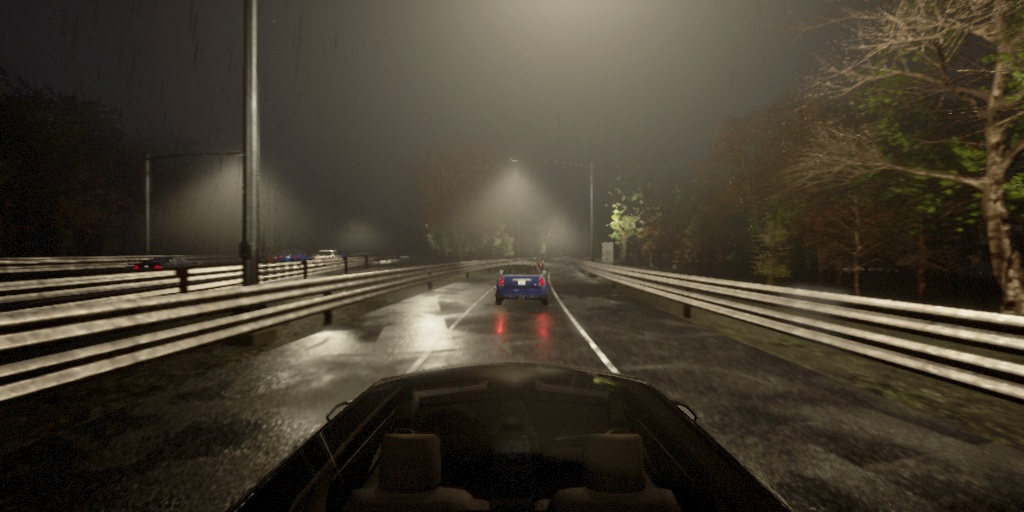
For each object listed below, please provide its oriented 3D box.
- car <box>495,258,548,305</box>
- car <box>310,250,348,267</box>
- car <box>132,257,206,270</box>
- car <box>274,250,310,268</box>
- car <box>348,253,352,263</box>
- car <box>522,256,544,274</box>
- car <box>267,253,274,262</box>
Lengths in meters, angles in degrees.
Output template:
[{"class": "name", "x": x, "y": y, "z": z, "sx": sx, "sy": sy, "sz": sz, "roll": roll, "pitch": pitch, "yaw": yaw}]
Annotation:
[{"class": "car", "x": 0.475, "y": 1.048, "z": 15.969, "sx": 2.097, "sy": 1.767, "sz": 4.553, "roll": 0, "pitch": 0, "yaw": 3}, {"class": "car", "x": -21.801, "y": 0.298, "z": 42.984, "sx": 2.150, "sy": 2.045, "sz": 5.566, "roll": 0, "pitch": 2, "yaw": -13}, {"class": "car", "x": -25.166, "y": 0.749, "z": 26.572, "sx": 2.033, "sy": 1.411, "sz": 5.357, "roll": 0, "pitch": 1, "yaw": -13}, {"class": "car", "x": -25.094, "y": 0.276, "z": 41.789, "sx": 2.150, "sy": 2.045, "sz": 5.566, "roll": 0, "pitch": 1, "yaw": -14}, {"class": "car", "x": -23.196, "y": 0.220, "z": 48.399, "sx": 2.150, "sy": 2.045, "sz": 5.566, "roll": 0, "pitch": 0, "yaw": -13}, {"class": "car", "x": 2.388, "y": 0.941, "z": 38.841, "sx": 2.097, "sy": 1.767, "sz": 4.553, "roll": 0, "pitch": 0, "yaw": 7}, {"class": "car", "x": -30.006, "y": 0.329, "z": 46.814, "sx": 2.097, "sy": 1.767, "sz": 4.553, "roll": 0, "pitch": 1, "yaw": -13}]
